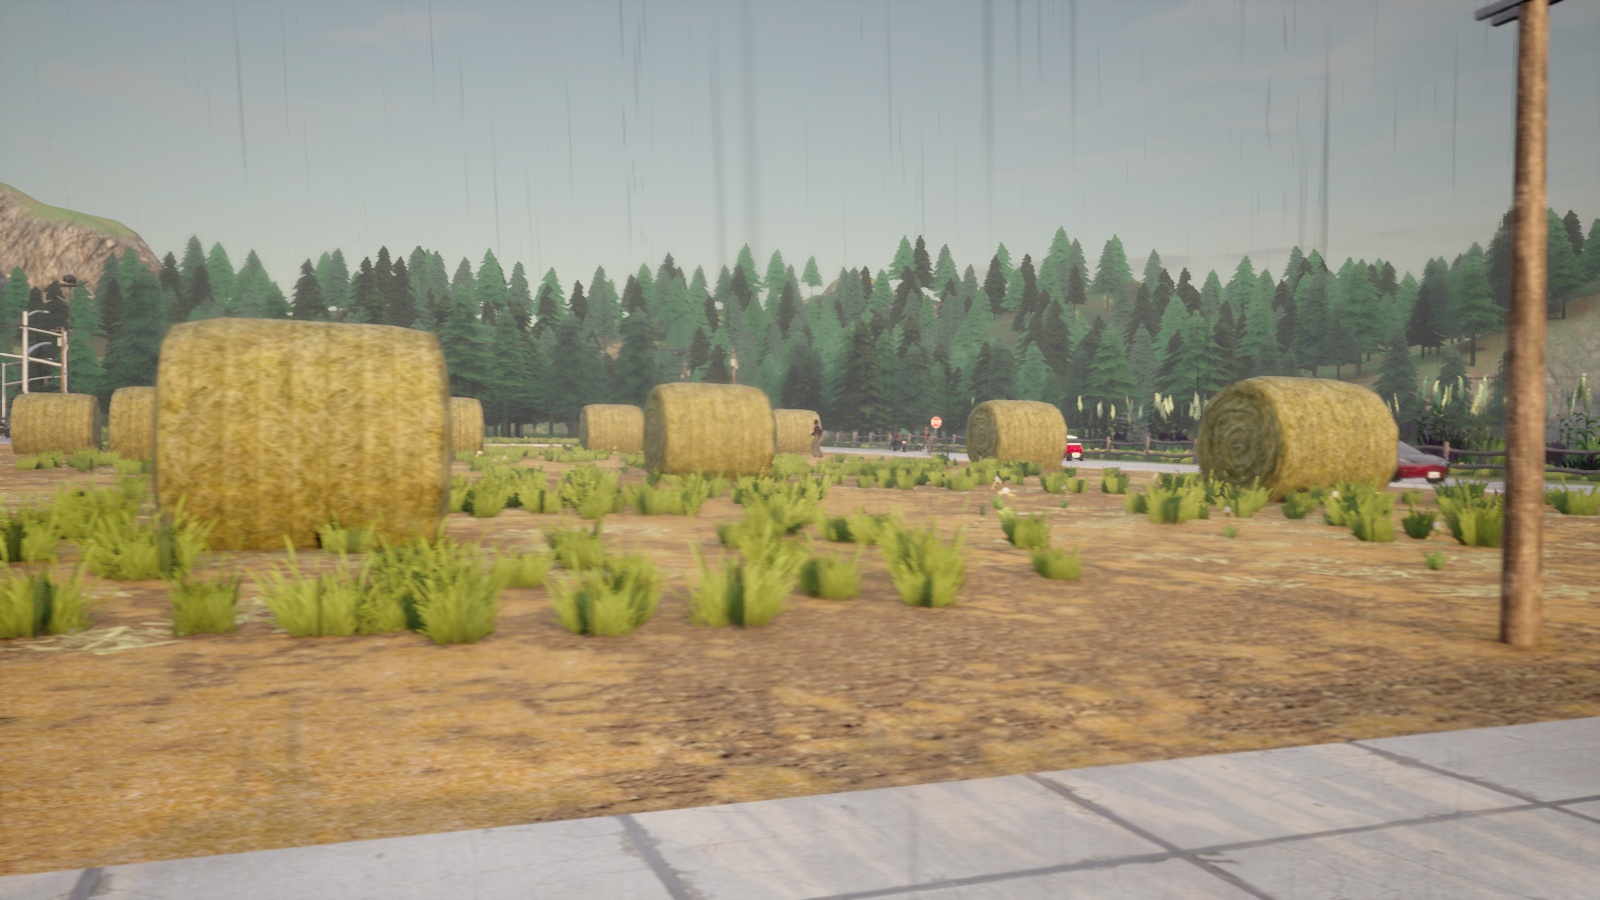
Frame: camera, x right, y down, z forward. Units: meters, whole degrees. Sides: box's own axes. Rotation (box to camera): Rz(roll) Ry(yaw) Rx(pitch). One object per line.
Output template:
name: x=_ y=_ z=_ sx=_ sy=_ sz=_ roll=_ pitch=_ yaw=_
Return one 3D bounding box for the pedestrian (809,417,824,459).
pedestrian: x=0.779 y=-0.559 z=59.030 sx=0.666 sy=1.930 sz=0.402 roll=-1 pitch=1 yaw=-9

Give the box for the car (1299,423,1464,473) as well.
car: x=18.626 y=-0.098 z=40.507 sx=2.163 sy=1.488 sz=4.792 roll=-1 pitch=1 yaw=-18

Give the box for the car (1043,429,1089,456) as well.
car: x=14.016 y=-0.412 z=66.255 sx=1.481 sy=1.376 sz=2.207 roll=-1 pitch=1 yaw=-18
